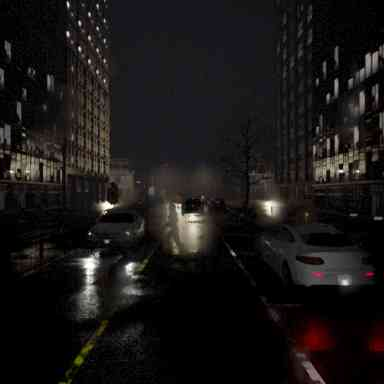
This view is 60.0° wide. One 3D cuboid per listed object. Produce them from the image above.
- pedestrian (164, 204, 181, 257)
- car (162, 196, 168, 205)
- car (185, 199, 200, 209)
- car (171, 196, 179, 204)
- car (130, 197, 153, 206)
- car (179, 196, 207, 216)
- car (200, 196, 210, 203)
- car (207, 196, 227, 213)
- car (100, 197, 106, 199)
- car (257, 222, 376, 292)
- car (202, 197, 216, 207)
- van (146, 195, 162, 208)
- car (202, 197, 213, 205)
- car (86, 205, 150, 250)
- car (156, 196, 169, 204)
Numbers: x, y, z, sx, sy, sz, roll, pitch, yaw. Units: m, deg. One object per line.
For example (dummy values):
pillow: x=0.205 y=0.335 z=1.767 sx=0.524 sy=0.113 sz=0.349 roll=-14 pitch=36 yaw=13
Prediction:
pedestrian: x=-0.668 y=1.293 z=11.544 sx=0.375 sy=1.860 sz=0.375 roll=0 pitch=0 yaw=-2
car: x=-5.676 y=1.433 z=58.816 sx=1.967 sy=1.590 sz=4.097 roll=0 pitch=0 yaw=0
car: x=0.085 y=1.597 z=45.729 sx=1.895 sy=1.301 sz=4.718 roll=0 pitch=0 yaw=0
car: x=-3.030 y=1.469 z=64.439 sx=1.882 sy=1.535 sz=5.008 roll=0 pitch=0 yaw=1
car: x=-5.680 y=1.523 z=35.877 sx=1.752 sy=1.417 sz=4.829 roll=0 pitch=0 yaw=0
car: x=0.087 y=1.350 z=32.866 sx=2.097 sy=1.767 sz=4.553 roll=0 pitch=0 yaw=0
car: x=2.706 y=1.541 z=70.182 sx=2.008 sy=1.369 sz=4.403 roll=0 pitch=0 yaw=0
car: x=2.701 y=1.438 z=36.030 sx=1.967 sy=1.590 sz=4.097 roll=0 pitch=0 yaw=0
car: x=-25.436 y=1.427 z=90.979 sx=4.829 sy=1.417 sz=1.752 roll=0 pitch=-1 yaw=1
car: x=3.002 y=1.526 z=8.830 sx=1.812 sy=1.442 sz=4.674 roll=0 pitch=0 yaw=0
car: x=2.703 y=1.545 z=53.106 sx=2.008 sy=1.369 sz=4.403 roll=0 pitch=0 yaw=0
van: x=-5.677 y=1.337 z=47.432 sx=1.690 sy=1.788 sz=3.998 roll=0 pitch=0 yaw=0
car: x=2.704 y=1.537 z=58.798 sx=1.887 sy=1.381 sz=4.507 roll=0 pitch=0 yaw=0
car: x=-3.097 y=1.525 z=14.425 sx=1.812 sy=1.442 sz=4.674 roll=0 pitch=0 yaw=0
car: x=-5.676 y=1.542 z=64.509 sx=2.008 sy=1.369 sz=4.403 roll=0 pitch=0 yaw=0
